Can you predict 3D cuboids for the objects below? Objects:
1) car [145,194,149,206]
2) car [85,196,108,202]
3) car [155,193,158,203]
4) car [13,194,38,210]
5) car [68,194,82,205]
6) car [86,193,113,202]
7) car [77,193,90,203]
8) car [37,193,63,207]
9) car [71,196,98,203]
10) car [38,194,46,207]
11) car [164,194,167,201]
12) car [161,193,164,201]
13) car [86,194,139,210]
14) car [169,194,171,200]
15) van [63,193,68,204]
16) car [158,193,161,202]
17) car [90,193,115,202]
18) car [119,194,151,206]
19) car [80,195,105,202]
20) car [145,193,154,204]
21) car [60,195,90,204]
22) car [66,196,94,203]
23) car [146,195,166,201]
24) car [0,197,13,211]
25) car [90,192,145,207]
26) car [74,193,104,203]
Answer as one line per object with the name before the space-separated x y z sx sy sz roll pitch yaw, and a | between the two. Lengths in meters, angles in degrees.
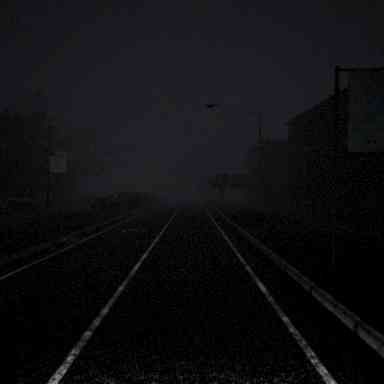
car | -8.851 1.324 45.727 4.892 1.521 2.231 0 0 0
car | -21.953 1.537 76.214 4.674 1.452 2.002 0 0 0
car | -8.845 1.379 56.942 4.892 1.521 2.231 0 0 0
car | -21.932 1.313 40.135 5.008 1.535 2.097 0 0 0
car | -21.928 1.419 56.843 4.674 1.452 2.002 0 0 0
car | -21.931 1.269 79.124 5.566 2.045 2.435 0 -1 0
car | -21.748 1.391 59.628 5.366 1.575 1.946 0 0 0
car | -21.894 1.210 48.491 4.553 1.767 2.185 0 0 0
car | -21.973 1.470 67.984 4.792 1.488 2.163 0 0 0
car | -21.928 1.358 42.922 4.674 1.452 2.002 0 0 0
car | -8.871 1.497 76.564 5.008 1.535 2.097 0 -1 0
car | -8.889 1.173 65.353 5.566 2.045 2.435 0 0 0
car | -8.843 1.314 37.322 4.892 1.521 2.231 0 0 0
car | -8.867 1.648 90.576 4.792 1.488 2.163 0 -1 0
van | -22.042 1.122 51.272 4.442 1.987 1.878 0 0 0
car | -8.852 1.409 62.548 5.008 1.535 2.097 0 0 0
car | -21.935 1.292 81.786 5.566 2.045 2.435 0 -1 0
car | -8.815 1.222 51.334 4.553 1.767 2.185 0 0 0
car | -21.947 1.478 73.554 5.008 1.535 2.097 0 0 0
car | -8.874 1.084 48.534 5.566 2.045 2.435 0 0 0
car | -21.931 1.410 62.414 5.008 1.535 2.097 0 0 0
car | -21.911 1.455 65.199 4.792 1.488 2.163 0 0 0
car | -8.914 1.575 82.167 4.792 1.488 2.163 0 -1 0
car | -21.925 1.316 34.567 5.008 1.535 2.097 0 0 0
car | -8.876 1.062 40.124 5.566 2.045 2.435 0 0 0
car | -21.920 1.207 70.769 5.566 2.045 2.435 0 0 0
